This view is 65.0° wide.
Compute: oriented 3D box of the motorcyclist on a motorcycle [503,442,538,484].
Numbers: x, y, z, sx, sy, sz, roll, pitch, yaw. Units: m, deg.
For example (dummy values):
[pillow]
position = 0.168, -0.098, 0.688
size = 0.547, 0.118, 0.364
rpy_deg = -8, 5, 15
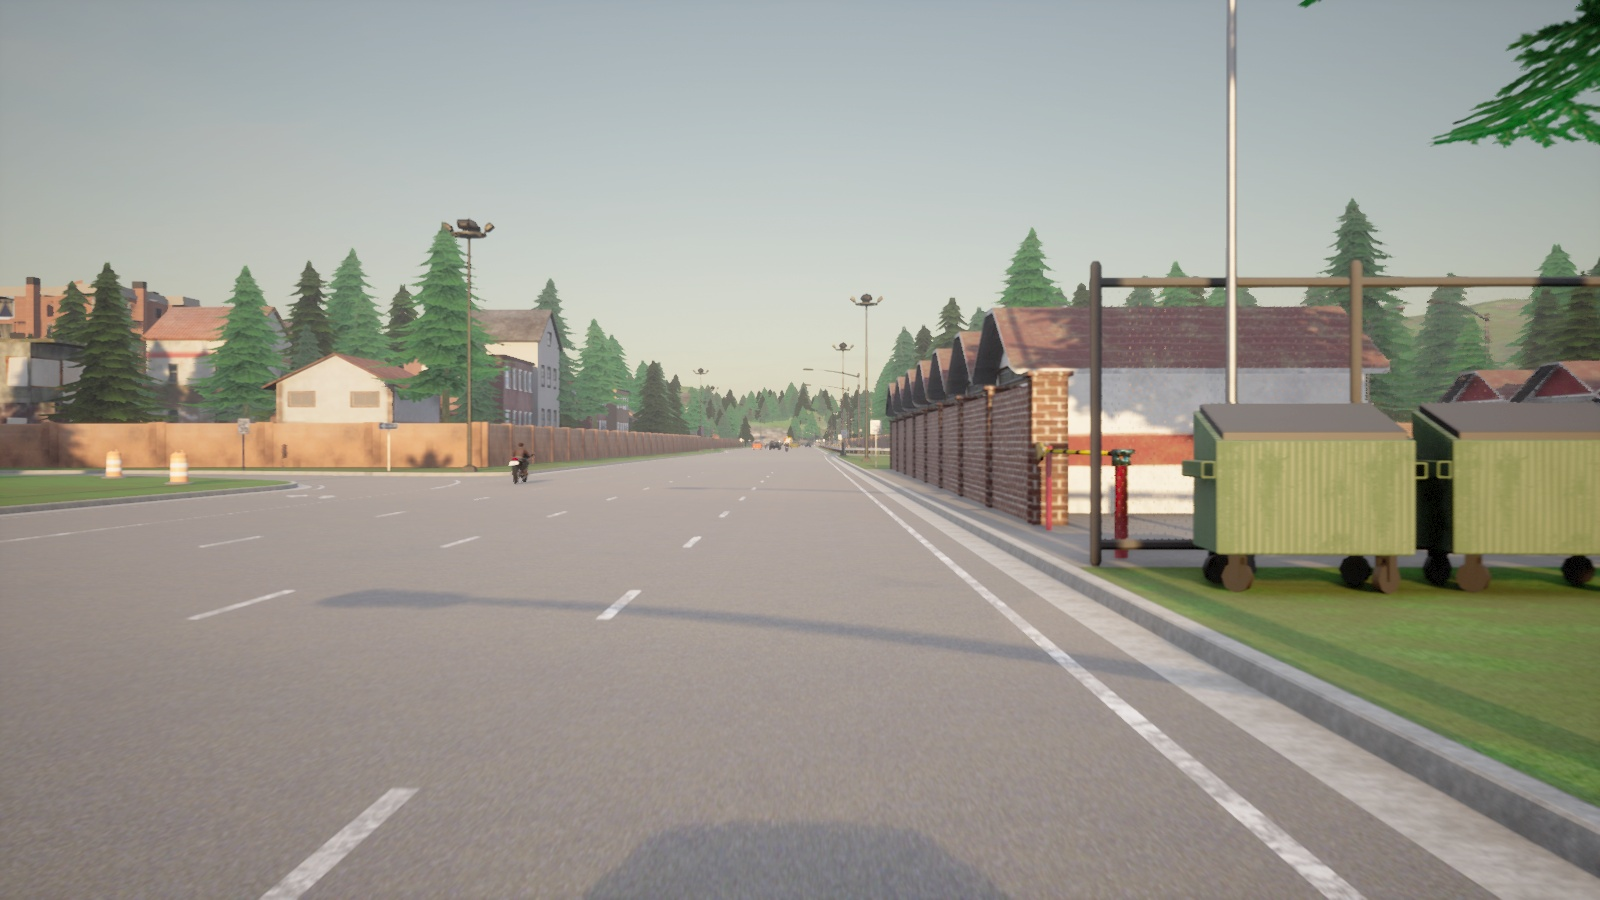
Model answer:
[motorcyclist on a motorcycle]
position = -10.224, 0.461, 46.032
size = 0.797, 1.523, 2.044
rpy_deg = 0, 0, 0
